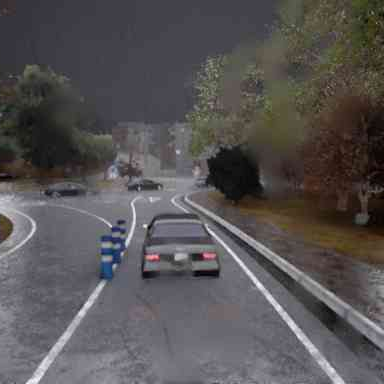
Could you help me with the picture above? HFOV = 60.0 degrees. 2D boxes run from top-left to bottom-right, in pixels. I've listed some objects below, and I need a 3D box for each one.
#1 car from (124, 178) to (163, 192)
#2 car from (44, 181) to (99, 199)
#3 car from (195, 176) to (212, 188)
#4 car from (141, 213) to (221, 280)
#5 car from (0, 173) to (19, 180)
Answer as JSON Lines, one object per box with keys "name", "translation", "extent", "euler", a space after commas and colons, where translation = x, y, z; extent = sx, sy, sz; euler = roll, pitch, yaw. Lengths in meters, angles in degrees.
{"name": "car", "translation": [-5.513, -0.834, 38.639], "extent": [1.837, 1.490, 4.892], "euler": [5, 6, 44]}
{"name": "car", "translation": [-11.271, -0.224, 31.368], "extent": [4.892, 1.490, 1.837], "euler": [-2, 6, -16]}
{"name": "car", "translation": [1.930, -1.363, 44.859], "extent": [2.128, 1.511, 4.902], "euler": [2, 5, 21]}
{"name": "car", "translation": [-0.426, 1.298, 9.351], "extent": [2.033, 1.411, 5.357], "euler": [0, 2, -5]}
{"name": "car", "translation": [-35.814, -2.920, 63.401], "extent": [1.895, 1.301, 4.718], "euler": [3, 5, 31]}
